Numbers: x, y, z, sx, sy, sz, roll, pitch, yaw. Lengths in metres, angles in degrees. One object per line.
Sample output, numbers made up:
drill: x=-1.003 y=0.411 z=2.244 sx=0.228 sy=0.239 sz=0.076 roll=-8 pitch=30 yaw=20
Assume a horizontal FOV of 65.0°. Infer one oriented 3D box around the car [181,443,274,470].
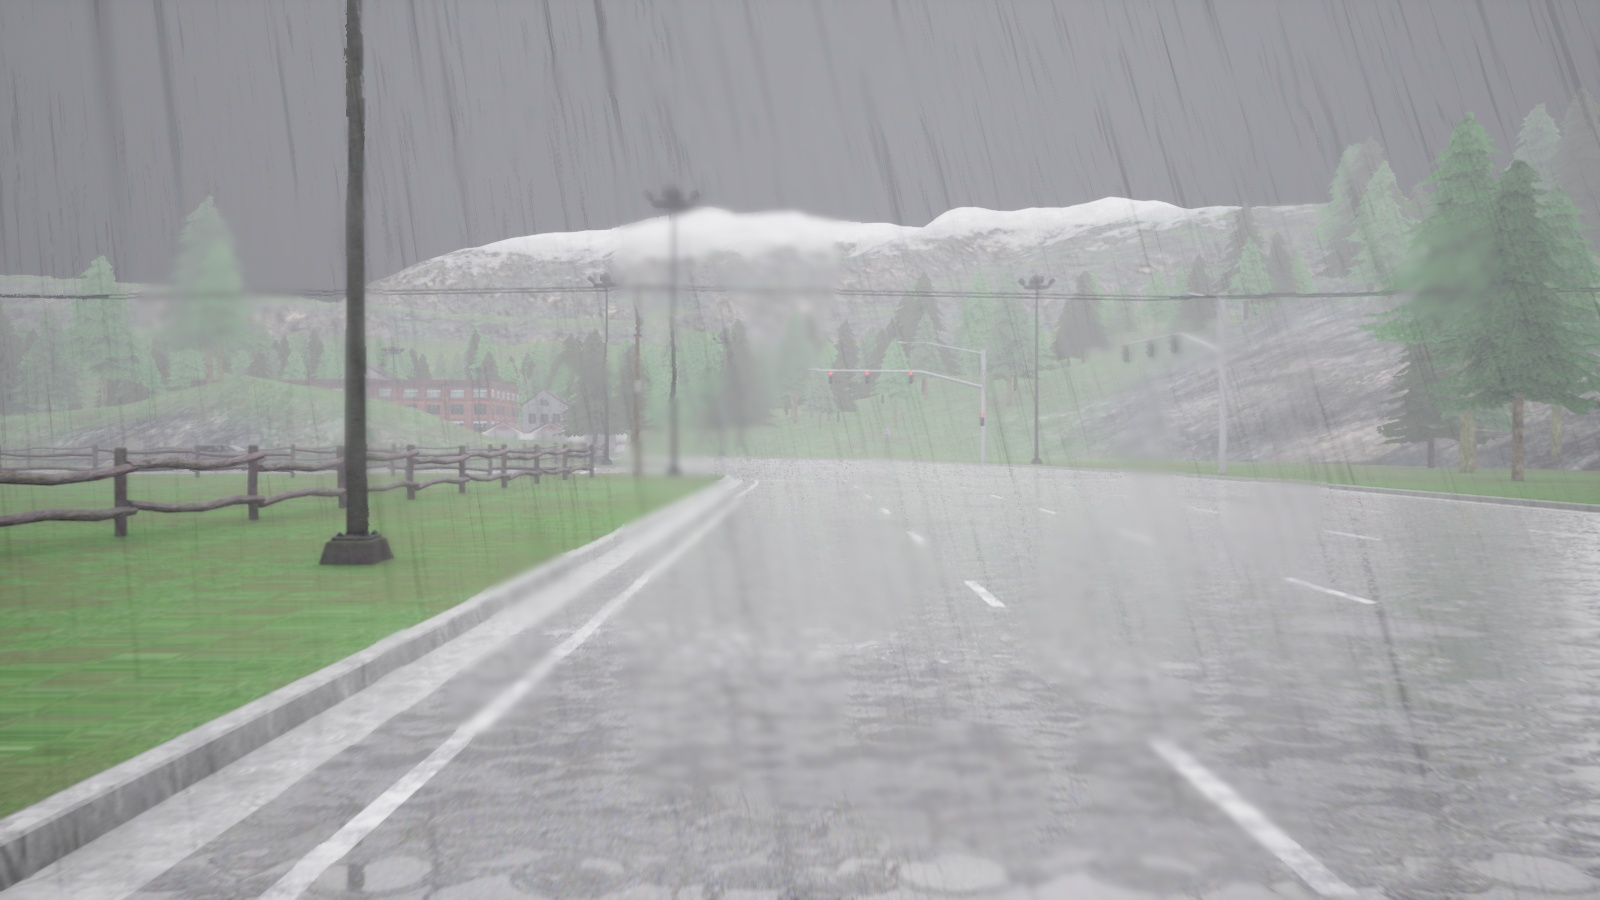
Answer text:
car: x=-31.004 y=0.352 z=68.104 sx=4.193 sy=1.474 sz=1.816 roll=0 pitch=0 yaw=0
